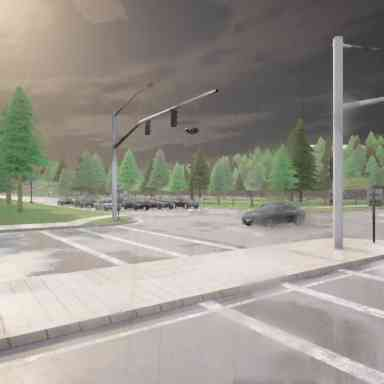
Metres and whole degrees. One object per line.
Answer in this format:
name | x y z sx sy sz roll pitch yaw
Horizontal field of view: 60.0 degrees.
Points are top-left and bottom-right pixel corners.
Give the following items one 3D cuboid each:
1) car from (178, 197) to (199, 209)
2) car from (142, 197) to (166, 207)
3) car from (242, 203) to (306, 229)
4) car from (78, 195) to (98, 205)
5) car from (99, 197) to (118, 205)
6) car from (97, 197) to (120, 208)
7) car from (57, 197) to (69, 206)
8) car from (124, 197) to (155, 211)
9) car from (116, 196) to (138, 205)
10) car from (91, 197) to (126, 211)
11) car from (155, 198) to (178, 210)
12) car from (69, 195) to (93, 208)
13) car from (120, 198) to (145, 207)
car | -0.958 1.505 45.402 1.837 1.490 4.892 0 0 -35
car | -6.048 1.564 52.676 1.994 1.385 4.181 0 0 -35
car | 5.407 1.505 21.778 4.892 1.490 1.837 0 0 -35
car | -18.084 1.352 57.671 2.097 1.767 4.553 0 0 -35
car | -14.902 1.564 59.237 1.994 1.385 4.181 0 0 -35
car | -12.520 1.526 49.702 1.812 1.442 4.674 0 0 -35
car | -21.447 1.564 56.376 1.994 1.385 4.181 0 0 -35
car | -7.159 1.547 42.050 2.033 1.411 5.357 0 0 -35
car | -12.047 1.547 61.274 2.033 1.411 5.357 0 0 -34
car | -10.203 1.601 40.296 1.895 1.301 4.718 0 0 -35
car | -4.171 1.564 43.887 1.994 1.385 4.181 0 0 -35
car | -15.744 1.547 48.199 2.033 1.411 5.357 0 0 -35
car | -9.193 1.601 51.051 1.895 1.301 4.718 0 0 -35
